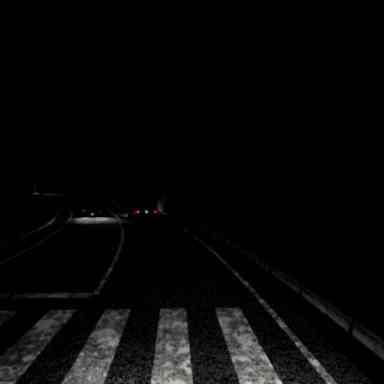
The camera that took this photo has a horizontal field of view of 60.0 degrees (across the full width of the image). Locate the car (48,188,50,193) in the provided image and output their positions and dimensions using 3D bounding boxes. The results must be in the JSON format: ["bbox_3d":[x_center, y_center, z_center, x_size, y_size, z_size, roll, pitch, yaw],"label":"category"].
[{"bbox_3d":[-28.621,-0.628,63.713,1.994,1.385,4.181,2,2,-36],"label":"car"}]

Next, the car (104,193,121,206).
[{"bbox_3d":[-10.223,0.872,41.586,2.128,1.511,4.902,1,2,-26],"label":"car"}]

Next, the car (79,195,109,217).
[{"bbox_3d":[-8.503,1.267,28.148,2.033,1.411,5.357,1,1,-19],"label":"car"}]

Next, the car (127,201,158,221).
[{"bbox_3d":[-3.872,1.392,25.589,2.033,1.411,5.357,1,1,-17],"label":"car"}]
